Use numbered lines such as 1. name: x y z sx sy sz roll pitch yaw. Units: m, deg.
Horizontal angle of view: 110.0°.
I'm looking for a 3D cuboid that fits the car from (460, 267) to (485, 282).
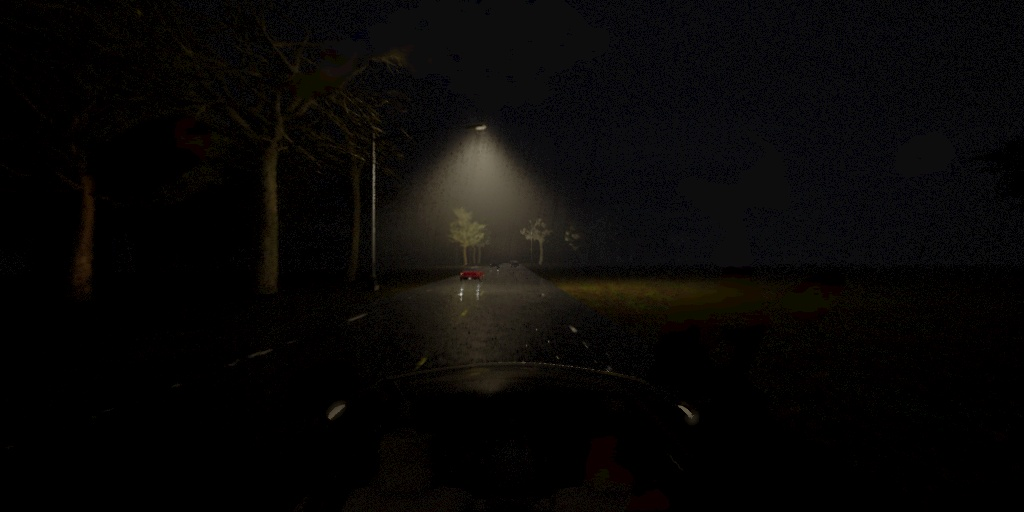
1. car: -3.615 1.636 32.982 1.895 1.301 4.718 0 -1 0
